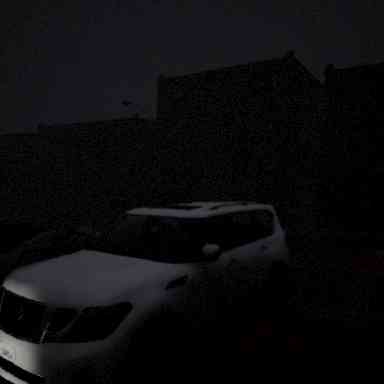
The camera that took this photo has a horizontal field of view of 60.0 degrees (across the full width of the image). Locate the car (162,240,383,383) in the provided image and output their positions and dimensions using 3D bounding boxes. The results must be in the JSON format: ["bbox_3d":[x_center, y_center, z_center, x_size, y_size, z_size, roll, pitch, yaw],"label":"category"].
[{"bbox_3d":[2.101,1.478,3.906,2.097,1.535,5.008,0,0,35],"label":"car"}]

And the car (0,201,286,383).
[{"bbox_3d":[-0.201,1.216,5.506,2.435,2.045,5.566,0,0,35],"label":"car"}]
